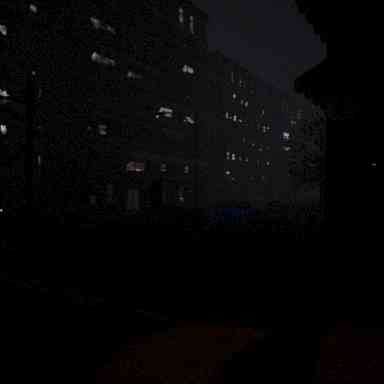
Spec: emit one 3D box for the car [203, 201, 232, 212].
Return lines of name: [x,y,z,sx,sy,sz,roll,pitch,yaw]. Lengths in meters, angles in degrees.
car: [3.463,1.858,44.318,1.802,1.307,4.206,1,0,36]

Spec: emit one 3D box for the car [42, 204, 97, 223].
car: [-9.637,1.645,26.477,2.008,1.369,4.403,1,0,36]

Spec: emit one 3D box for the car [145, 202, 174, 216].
car: [-3.087,1.730,35.397,1.887,1.381,4.507,1,0,36]

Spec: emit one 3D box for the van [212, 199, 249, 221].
van: [3.664,1.659,30.431,1.690,1.788,3.998,1,0,36]

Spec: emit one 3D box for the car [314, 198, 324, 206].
car: [23.315,1.902,57.192,2.192,1.841,5.009,1,0,36]

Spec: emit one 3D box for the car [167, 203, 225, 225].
car: [0.387,1.838,25.971,1.947,1.339,4.313,1,0,36]

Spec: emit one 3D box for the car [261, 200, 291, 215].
car: [10.214,1.848,39.352,1.967,1.590,4.097,1,0,36]

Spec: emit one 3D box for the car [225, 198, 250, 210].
car: [6.739,1.761,48.778,1.967,1.590,4.097,1,0,36]

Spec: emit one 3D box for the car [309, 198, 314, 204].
car: [29.663,2.194,79.998,1.947,1.339,4.313,1,0,36]

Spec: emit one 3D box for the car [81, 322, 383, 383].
car: [1.219,1.525,2.149,4.829,1.417,1.752,0,1,36]
